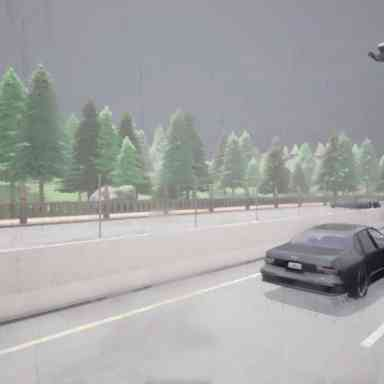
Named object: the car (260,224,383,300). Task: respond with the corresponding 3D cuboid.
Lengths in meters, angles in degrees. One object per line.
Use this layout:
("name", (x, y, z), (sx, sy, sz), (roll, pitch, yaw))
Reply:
("car", (3.878, 1.534, 8.475), (5.357, 1.411, 2.033), (0, 0, -44))

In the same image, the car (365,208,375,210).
("car", (20.385, 1.409, 39.169), (5.008, 1.535, 1.882), (0, 0, -41))
